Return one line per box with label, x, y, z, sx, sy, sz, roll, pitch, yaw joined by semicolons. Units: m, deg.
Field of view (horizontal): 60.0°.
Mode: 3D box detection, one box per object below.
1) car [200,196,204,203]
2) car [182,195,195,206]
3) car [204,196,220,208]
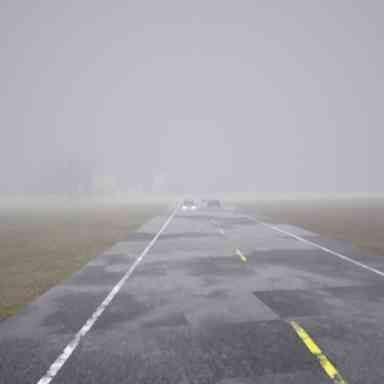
car;2.761;1.629;69.879;2.128;1.511;4.902;0;0;-1
car;-0.488;1.668;55.591;1.895;1.301;4.718;0;0;0
car;3.228;1.541;50.783;1.882;1.535;5.008;0;0;-1
